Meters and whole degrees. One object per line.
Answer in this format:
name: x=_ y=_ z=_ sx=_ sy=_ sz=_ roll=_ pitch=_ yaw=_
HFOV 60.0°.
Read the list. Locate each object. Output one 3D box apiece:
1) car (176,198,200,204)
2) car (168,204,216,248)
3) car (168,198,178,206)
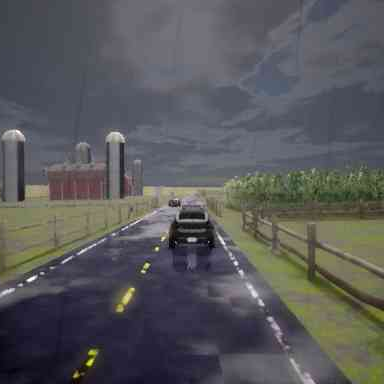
car: x=0.000 y=1.494 z=29.655 sx=2.128 sy=1.511 sz=4.902 roll=0 pitch=0 yaw=0
car: x=0.000 y=1.513 z=14.652 sx=1.837 sy=1.490 sz=4.892 roll=0 pitch=0 yaw=0
car: x=-2.750 y=1.607 z=53.658 sx=1.994 sy=1.385 sz=4.181 roll=0 pitch=0 yaw=0
